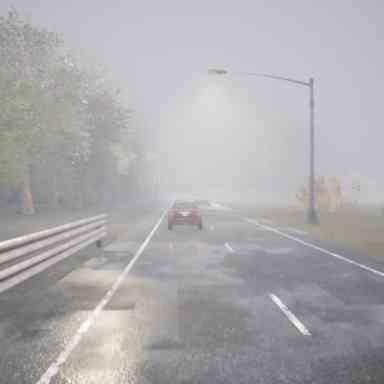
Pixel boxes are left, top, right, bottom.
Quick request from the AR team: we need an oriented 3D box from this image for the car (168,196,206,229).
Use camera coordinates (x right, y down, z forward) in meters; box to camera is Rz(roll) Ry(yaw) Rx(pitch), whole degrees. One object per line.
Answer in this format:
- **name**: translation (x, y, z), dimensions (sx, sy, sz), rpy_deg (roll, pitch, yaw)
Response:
- **car**: translation (-0.477, 1.359, 21.814), dimensions (2.097, 1.767, 4.553), rpy_deg (0, 0, -2)

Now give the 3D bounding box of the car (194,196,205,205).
- **car**: translation (1.385, 1.517, 61.770), dimensions (1.812, 1.442, 4.674), rpy_deg (0, 0, -2)

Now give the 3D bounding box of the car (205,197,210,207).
- **car**: translation (1.772, 1.517, 51.772), dimensions (1.812, 1.442, 4.674), rpy_deg (0, 0, -2)

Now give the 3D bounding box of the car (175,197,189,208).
- **car**: translation (-1.530, 1.479, 49.147), dimensions (1.882, 1.535, 5.008), rpy_deg (0, 0, -2)
